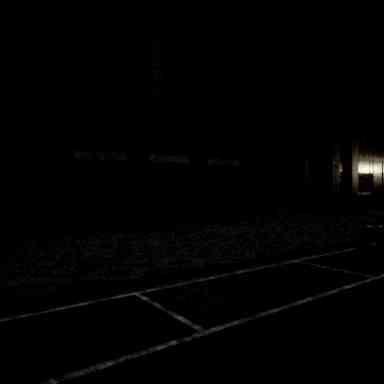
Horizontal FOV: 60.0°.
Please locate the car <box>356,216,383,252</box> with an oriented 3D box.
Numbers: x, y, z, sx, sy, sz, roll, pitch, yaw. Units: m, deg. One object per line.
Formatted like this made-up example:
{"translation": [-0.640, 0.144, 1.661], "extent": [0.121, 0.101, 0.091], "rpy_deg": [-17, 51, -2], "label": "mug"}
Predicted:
{"translation": [7.789, 1.436, 12.217], "extent": [4.507, 1.381, 1.887], "rpy_deg": [-1, 0, -36], "label": "car"}
